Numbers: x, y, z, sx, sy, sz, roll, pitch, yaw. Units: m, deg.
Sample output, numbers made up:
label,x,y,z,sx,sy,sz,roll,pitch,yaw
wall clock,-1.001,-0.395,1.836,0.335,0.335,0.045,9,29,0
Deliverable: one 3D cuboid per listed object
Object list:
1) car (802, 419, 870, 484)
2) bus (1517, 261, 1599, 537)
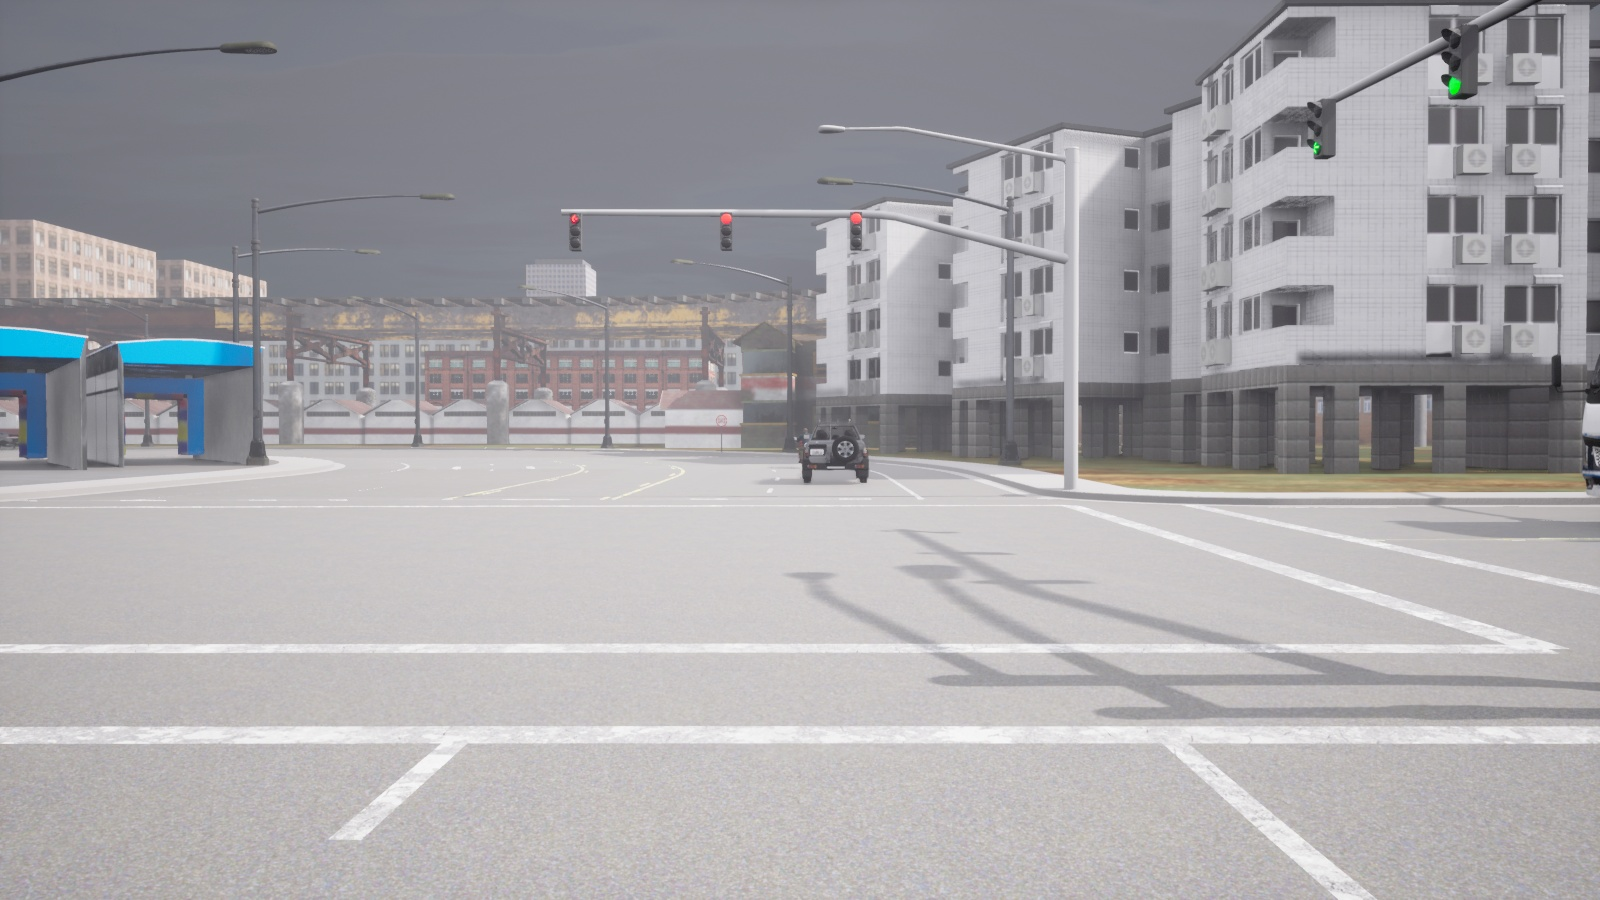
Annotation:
label,x,y,z,sx,sy,sz,roll,pitch,yaw
car,1.036,0.002,37.842,1.932,1.855,4.605,0,1,1
bus,17.431,-0.860,19.572,10.273,4.253,3.944,-1,1,-1
